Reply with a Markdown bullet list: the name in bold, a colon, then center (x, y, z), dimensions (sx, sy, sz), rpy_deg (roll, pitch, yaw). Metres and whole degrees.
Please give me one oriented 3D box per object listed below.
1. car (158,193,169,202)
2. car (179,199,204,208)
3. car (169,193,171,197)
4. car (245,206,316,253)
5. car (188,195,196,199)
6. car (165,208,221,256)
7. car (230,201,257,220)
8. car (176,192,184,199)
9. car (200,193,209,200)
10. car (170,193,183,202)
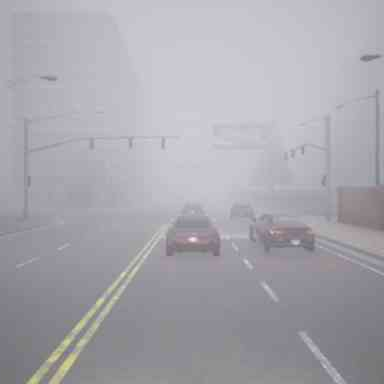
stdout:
- **car**: center (-6.988, 1.523, 78.352), dimensions (1.812, 1.442, 4.674), rpy_deg (0, 0, 0)
- **car**: center (0.048, 1.564, 28.054), dimensions (1.994, 1.385, 4.181), rpy_deg (0, 0, 1)
- **car**: center (-6.985, 1.113, 93.849), dimensions (1.837, 1.490, 4.892), rpy_deg (0, 0, 0)
- **car**: center (3.551, 1.525, 13.615), dimensions (1.812, 1.442, 4.674), rpy_deg (0, 0, 1)
- **car**: center (0.014, 1.519, 89.599), dimensions (2.128, 1.511, 4.902), rpy_deg (0, 0, 0)
- **car**: center (0.049, 1.564, 13.211), dimensions (1.994, 1.385, 4.181), rpy_deg (0, 0, 1)
- **car**: center (4.296, 1.491, 27.579), dimensions (2.128, 1.511, 4.902), rpy_deg (0, 0, 13)
- **car**: center (-3.485, 0.968, 93.878), dimensions (2.097, 1.767, 4.553), rpy_deg (0, 0, 0)
- **car**: center (3.514, 1.219, 89.638), dimensions (2.150, 2.045, 5.566), rpy_deg (0, 0, 0)
- **car**: center (-3.488, 1.594, 78.321), dimensions (1.895, 1.301, 4.718), rpy_deg (0, 0, 0)
